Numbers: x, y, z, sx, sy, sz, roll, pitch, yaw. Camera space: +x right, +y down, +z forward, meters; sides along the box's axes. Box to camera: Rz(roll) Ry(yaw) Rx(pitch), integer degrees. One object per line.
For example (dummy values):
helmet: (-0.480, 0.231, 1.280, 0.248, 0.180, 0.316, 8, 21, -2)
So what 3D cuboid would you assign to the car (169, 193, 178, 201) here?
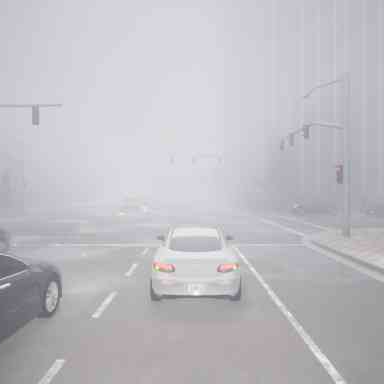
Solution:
car: (-4.747, 1.225, 85.462, 2.150, 2.045, 5.566, 0, 0, -1)

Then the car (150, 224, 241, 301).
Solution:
car: (0.078, 1.526, 8.188, 1.812, 1.442, 4.674, 0, 0, 0)

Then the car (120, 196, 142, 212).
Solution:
car: (-7.138, 1.351, 38.329, 2.097, 1.767, 4.553, 0, 0, -9)

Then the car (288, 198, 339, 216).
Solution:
car: (11.772, 1.352, 32.482, 4.553, 1.767, 2.097, 0, 0, 0)

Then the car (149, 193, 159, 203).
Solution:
car: (-8.018, 1.221, 69.026, 2.150, 2.045, 5.566, 0, 0, -1)

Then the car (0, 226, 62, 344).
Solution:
car: (-3.436, 1.505, 4.538, 1.837, 1.490, 4.892, 0, 0, 0)

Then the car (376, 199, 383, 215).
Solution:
car: (20.998, 1.478, 32.548, 5.008, 1.535, 1.882, 0, 0, 0)

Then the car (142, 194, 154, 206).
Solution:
car: (-7.899, 1.492, 54.220, 2.128, 1.511, 4.902, 0, 0, -1)

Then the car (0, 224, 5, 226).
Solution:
car: (-7.107, 1.505, 9.476, 1.837, 1.490, 4.892, 0, 0, 0)

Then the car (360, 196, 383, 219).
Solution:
car: (17.711, 1.221, 29.026, 5.566, 2.045, 2.150, 0, 0, 0)

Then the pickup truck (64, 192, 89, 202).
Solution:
pickup truck: (-24.658, 1.058, 70.241, 2.390, 2.098, 6.274, 0, 0, 30)
